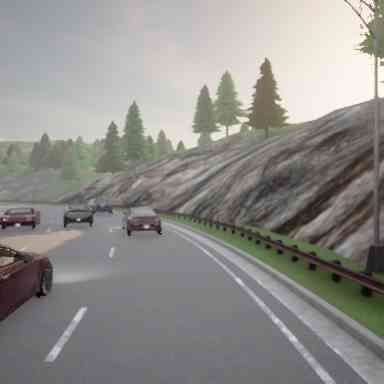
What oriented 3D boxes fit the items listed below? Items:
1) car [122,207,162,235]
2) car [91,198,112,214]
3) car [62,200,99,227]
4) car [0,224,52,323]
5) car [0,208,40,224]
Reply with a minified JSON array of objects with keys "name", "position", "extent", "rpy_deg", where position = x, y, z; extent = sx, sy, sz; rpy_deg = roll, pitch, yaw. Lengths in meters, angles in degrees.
[{"name":"car","position":[-2.913,1.564,18.980],"extent":[1.812,1.442,4.674],"rpy_deg":[0,0,-16]},{"name":"car","position":[-10.101,1.433,35.575],"extent":[2.097,1.767,4.553],"rpy_deg":[0,0,-30]},{"name":"car","position":[-8.017,1.547,23.315],"extent":[2.128,1.511,4.902],"rpy_deg":[0,0,-20]},{"name":"car","position":[-3.890,1.543,5.575],"extent":[1.812,1.442,4.674],"rpy_deg":[0,0,-5]},{"name":"car","position":[-11.110,1.660,21.841],"extent":[1.895,1.301,4.718],"rpy_deg":[0,0,-20]}]
